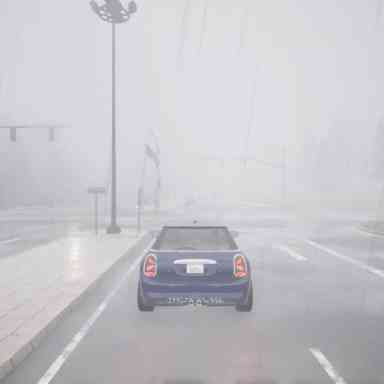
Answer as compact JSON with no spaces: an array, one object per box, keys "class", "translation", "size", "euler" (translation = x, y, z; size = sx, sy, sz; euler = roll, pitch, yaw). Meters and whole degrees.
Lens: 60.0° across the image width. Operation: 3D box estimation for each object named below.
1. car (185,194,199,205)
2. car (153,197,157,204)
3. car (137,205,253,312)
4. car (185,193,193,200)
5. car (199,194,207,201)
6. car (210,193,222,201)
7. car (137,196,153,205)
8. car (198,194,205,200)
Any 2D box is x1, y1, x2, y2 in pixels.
[{"class":"car","translation":[-0.171,1.525,54.711],"size":[1.812,1.442,4.674],"euler":[0,0,-1]},{"class":"car","translation":[-8.383,1.505,66.261],"size":[1.837,1.490,4.892],"euler":[0,0,0]},{"class":"car","translation":[0.069,1.352,7.891],"size":[2.097,1.767,4.553],"euler":[0,0,0]},{"class":"car","translation":[-0.831,1.189,95.570],"size":[2.150,2.045,5.566],"euler":[0,0,-1]},{"class":"car","translation":[2.836,1.513,85.274],"size":[1.812,1.442,4.674],"euler":[0,0,-1]},{"class":"car","translation":[6.341,1.214,85.003],"size":[2.150,2.045,5.566],"euler":[0,0,-1]},{"class":"car","translation":[-8.293,1.505,57.052],"size":[1.837,1.490,4.892],"euler":[0,0,-1]},{"class":"car","translation":[2.669,1.441,95.597],"size":[1.882,1.535,5.008],"euler":[0,0,-1]}]
